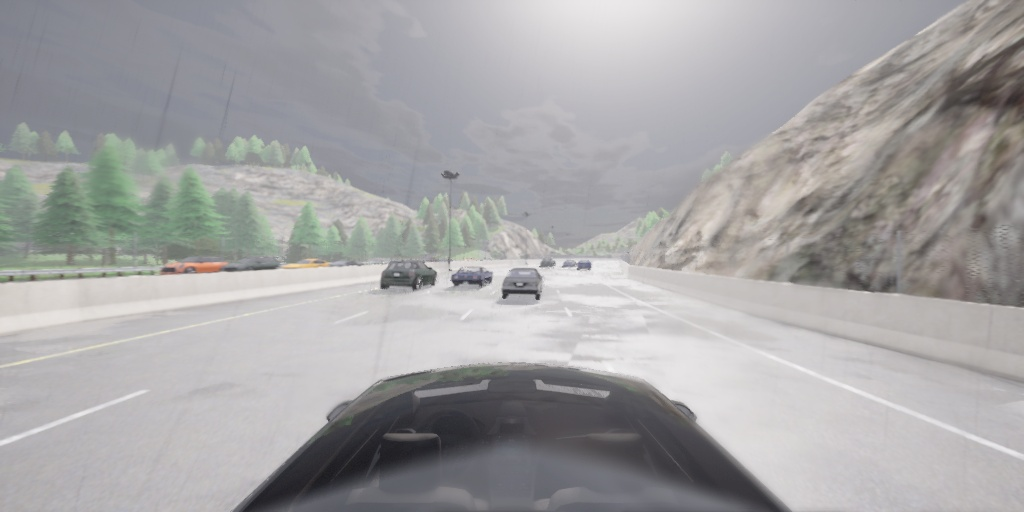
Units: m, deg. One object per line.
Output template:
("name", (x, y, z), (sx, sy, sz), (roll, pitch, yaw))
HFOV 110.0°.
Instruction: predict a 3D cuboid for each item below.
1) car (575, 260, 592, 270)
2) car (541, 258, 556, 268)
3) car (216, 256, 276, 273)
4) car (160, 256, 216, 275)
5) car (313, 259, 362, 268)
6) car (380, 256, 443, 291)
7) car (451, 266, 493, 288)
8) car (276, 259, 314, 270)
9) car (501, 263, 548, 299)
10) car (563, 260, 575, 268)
("car", (11.385, 1.317, 55.757), (1.882, 1.535, 5.008), (0, 0, 17))
("car", (6.453, 1.133, 63.501), (2.097, 1.767, 4.553), (1, 0, 17))
("car", (-22.510, 0.837, 31.313), (2.097, 1.767, 4.553), (1, 0, 8))
("car", (-26.237, 0.798, 29.875), (2.097, 1.767, 4.553), (1, 0, 8))
("car", (-15.293, 1.089, 32.387), (1.812, 1.442, 4.674), (1, 0, 9))
("car", (-5.973, 1.024, 21.413), (2.097, 1.767, 4.553), (1, 0, 6))
("car", (-2.468, 1.310, 23.576), (1.895, 1.301, 4.718), (1, 0, 7))
("car", (-18.721, 1.003, 33.123), (1.882, 1.535, 5.008), (1, 0, 9))
("car", (0.624, 1.294, 18.258), (2.033, 1.411, 5.357), (1, 0, 7))
("car", (10.413, 1.370, 64.634), (2.033, 1.411, 5.357), (1, 0, 18))
